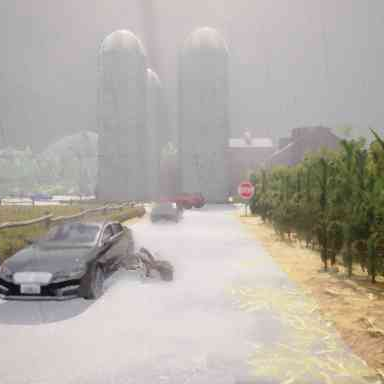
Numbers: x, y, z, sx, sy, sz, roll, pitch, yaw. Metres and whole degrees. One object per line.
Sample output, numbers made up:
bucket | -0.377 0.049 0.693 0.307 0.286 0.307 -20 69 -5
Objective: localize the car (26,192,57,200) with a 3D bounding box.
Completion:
car | -32.530 0.902 71.912 4.611 1.667 2.242 0 1 3

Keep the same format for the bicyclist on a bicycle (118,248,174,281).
bicyclist on a bicycle | -1.088 1.982 8.840 1.620 0.582 1.656 23 12 27

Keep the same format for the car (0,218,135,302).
car | -2.773 1.469 8.444 2.128 1.511 4.902 0 0 3

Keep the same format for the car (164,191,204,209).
car | -1.200 0.944 38.488 5.566 2.045 2.150 0 0 37

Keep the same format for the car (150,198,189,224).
car | -1.682 1.411 24.153 2.033 1.411 5.357 0 1 4
